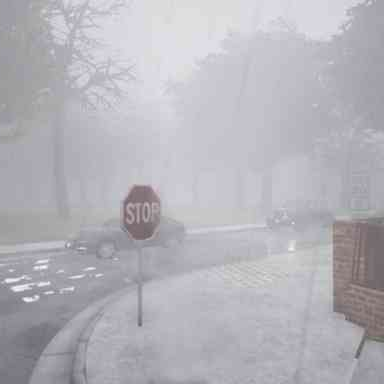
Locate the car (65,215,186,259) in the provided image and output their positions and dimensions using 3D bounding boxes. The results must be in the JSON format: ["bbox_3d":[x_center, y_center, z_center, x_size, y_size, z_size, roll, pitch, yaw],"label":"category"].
[{"bbox_3d":[-2.425,1.591,13.032,4.892,1.490,1.837,1,-1,-42],"label":"car"}]

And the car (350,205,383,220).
[{"bbox_3d":[15.787,1.834,29.161,5.357,1.411,2.033,1,-1,-42],"label":"car"}]

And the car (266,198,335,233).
[{"bbox_3d":[7.116,1.414,21.491,5.566,2.045,2.150,1,-1,-41],"label":"car"}]
